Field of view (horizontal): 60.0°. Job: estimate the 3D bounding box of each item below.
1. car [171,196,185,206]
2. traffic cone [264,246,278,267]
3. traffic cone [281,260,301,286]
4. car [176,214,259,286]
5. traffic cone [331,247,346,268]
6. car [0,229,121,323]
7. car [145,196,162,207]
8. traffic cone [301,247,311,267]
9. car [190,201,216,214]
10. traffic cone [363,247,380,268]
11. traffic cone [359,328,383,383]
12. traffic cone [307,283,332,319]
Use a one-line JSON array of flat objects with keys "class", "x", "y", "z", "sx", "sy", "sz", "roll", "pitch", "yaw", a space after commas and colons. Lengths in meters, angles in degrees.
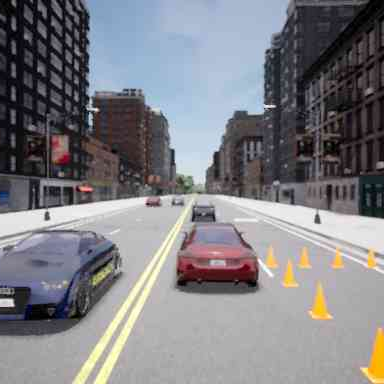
[{"class": "car", "x": -2.131, "y": 1.341, "z": 50.716, "sx": 2.128, "sy": 1.511, "sz": 4.902, "roll": 0, "pitch": 0, "yaw": 1}, {"class": "traffic cone", "x": 2.394, "y": 1.941, "z": 10.064, "sx": 0.340, "sy": 0.580, "sz": 0.340, "roll": 0, "pitch": 0, "yaw": 1}, {"class": "traffic cone", "x": 2.361, "y": 1.947, "z": 8.064, "sx": 0.340, "sy": 0.580, "sz": 0.340, "roll": 0, "pitch": 0, "yaw": 1}, {"class": "car", "x": 0.616, "y": 1.541, "z": 9.417, "sx": 1.994, "sy": 1.385, "sz": 4.181, "roll": 0, "pitch": 0, "yaw": 1}, {"class": "traffic cone", "x": 4.393, "y": 1.953, "z": 10.031, "sx": 0.340, "sy": 0.580, "sz": 0.340, "roll": 0, "pitch": 0, "yaw": 1}, {"class": "car", "x": -2.870, "y": 1.526, "z": 7.153, "sx": 1.994, "sy": 1.385, "sz": 4.181, "roll": 0, "pitch": 0, "yaw": 1}, {"class": "car", "x": -5.441, "y": 1.316, "z": 47.470, "sx": 1.882, "sy": 1.535, "sz": 5.008, "roll": 0, "pitch": 0, "yaw": 1}, {"class": "traffic cone", "x": 3.393, "y": 1.947, "z": 10.047, "sx": 0.340, "sy": 0.580, "sz": 0.340, "roll": 0, "pitch": 0, "yaw": 1}, {"class": "car", "x": 0.897, "y": 1.424, "z": 26.585, "sx": 2.128, "sy": 1.511, "sz": 4.902, "roll": 0, "pitch": 0, "yaw": 1}, {"class": "traffic cone", "x": 5.393, "y": 1.959, "z": 10.015, "sx": 0.340, "sy": 0.580, "sz": 0.340, "roll": 0, "pitch": 0, "yaw": 1}, {"class": "traffic cone", "x": 2.297, "y": 1.957, "z": 4.064, "sx": 0.340, "sy": 0.580, "sz": 0.340, "roll": 0, "pitch": 0, "yaw": 1}, {"class": "traffic cone", "x": 2.329, "y": 1.952, "z": 6.064, "sx": 0.340, "sy": 0.580, "sz": 0.340, "roll": 0, "pitch": 0, "yaw": 1}]
